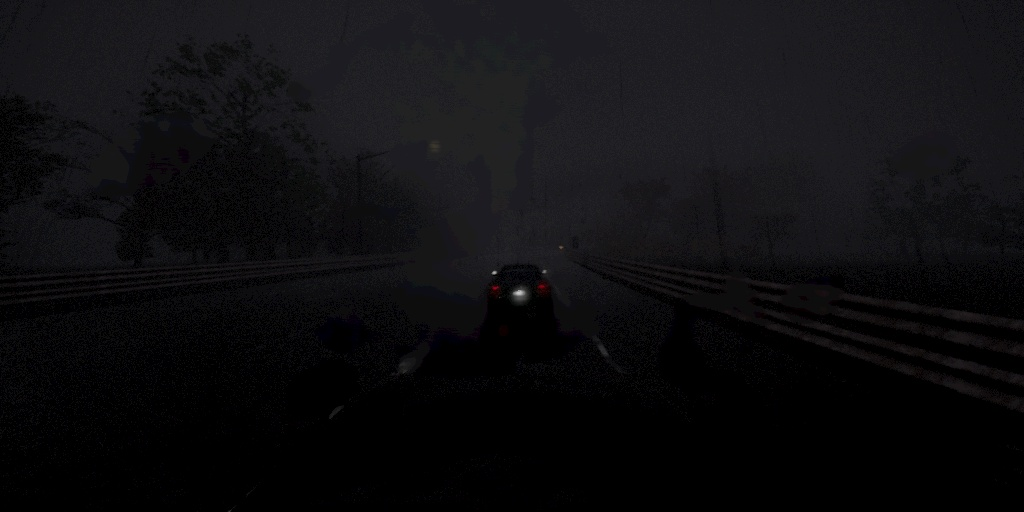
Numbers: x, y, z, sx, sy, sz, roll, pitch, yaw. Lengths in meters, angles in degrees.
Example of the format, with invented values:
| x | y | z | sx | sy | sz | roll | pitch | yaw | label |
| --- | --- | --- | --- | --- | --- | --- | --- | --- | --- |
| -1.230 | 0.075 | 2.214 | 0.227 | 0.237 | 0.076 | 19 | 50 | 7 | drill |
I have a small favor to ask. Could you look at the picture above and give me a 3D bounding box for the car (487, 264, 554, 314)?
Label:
| x | y | z | sx | sy | sz | roll | pitch | yaw | label |
| --- | --- | --- | --- | --- | --- | --- | --- | --- | --- |
| 0.266 | 0.954 | 11.876 | 1.994 | 1.385 | 4.181 | -1 | 2 | 1 | car |
